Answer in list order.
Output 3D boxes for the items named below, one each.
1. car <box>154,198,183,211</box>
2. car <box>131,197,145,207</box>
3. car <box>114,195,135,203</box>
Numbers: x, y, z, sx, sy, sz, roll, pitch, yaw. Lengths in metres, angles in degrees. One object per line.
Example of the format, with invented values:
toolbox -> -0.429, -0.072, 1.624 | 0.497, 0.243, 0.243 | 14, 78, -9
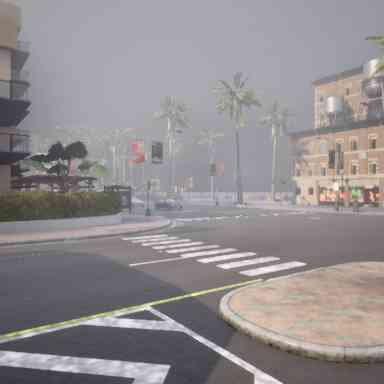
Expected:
car -> -3.007, 1.521, 41.544 | 1.812, 1.442, 4.674 | 0, 0, -35
car -> -8.815, 1.521, 49.846 | 1.812, 1.442, 4.674 | 0, 0, -35
car -> -14.184, 1.506, 69.396 | 2.128, 1.511, 4.902 | 0, 0, -43
